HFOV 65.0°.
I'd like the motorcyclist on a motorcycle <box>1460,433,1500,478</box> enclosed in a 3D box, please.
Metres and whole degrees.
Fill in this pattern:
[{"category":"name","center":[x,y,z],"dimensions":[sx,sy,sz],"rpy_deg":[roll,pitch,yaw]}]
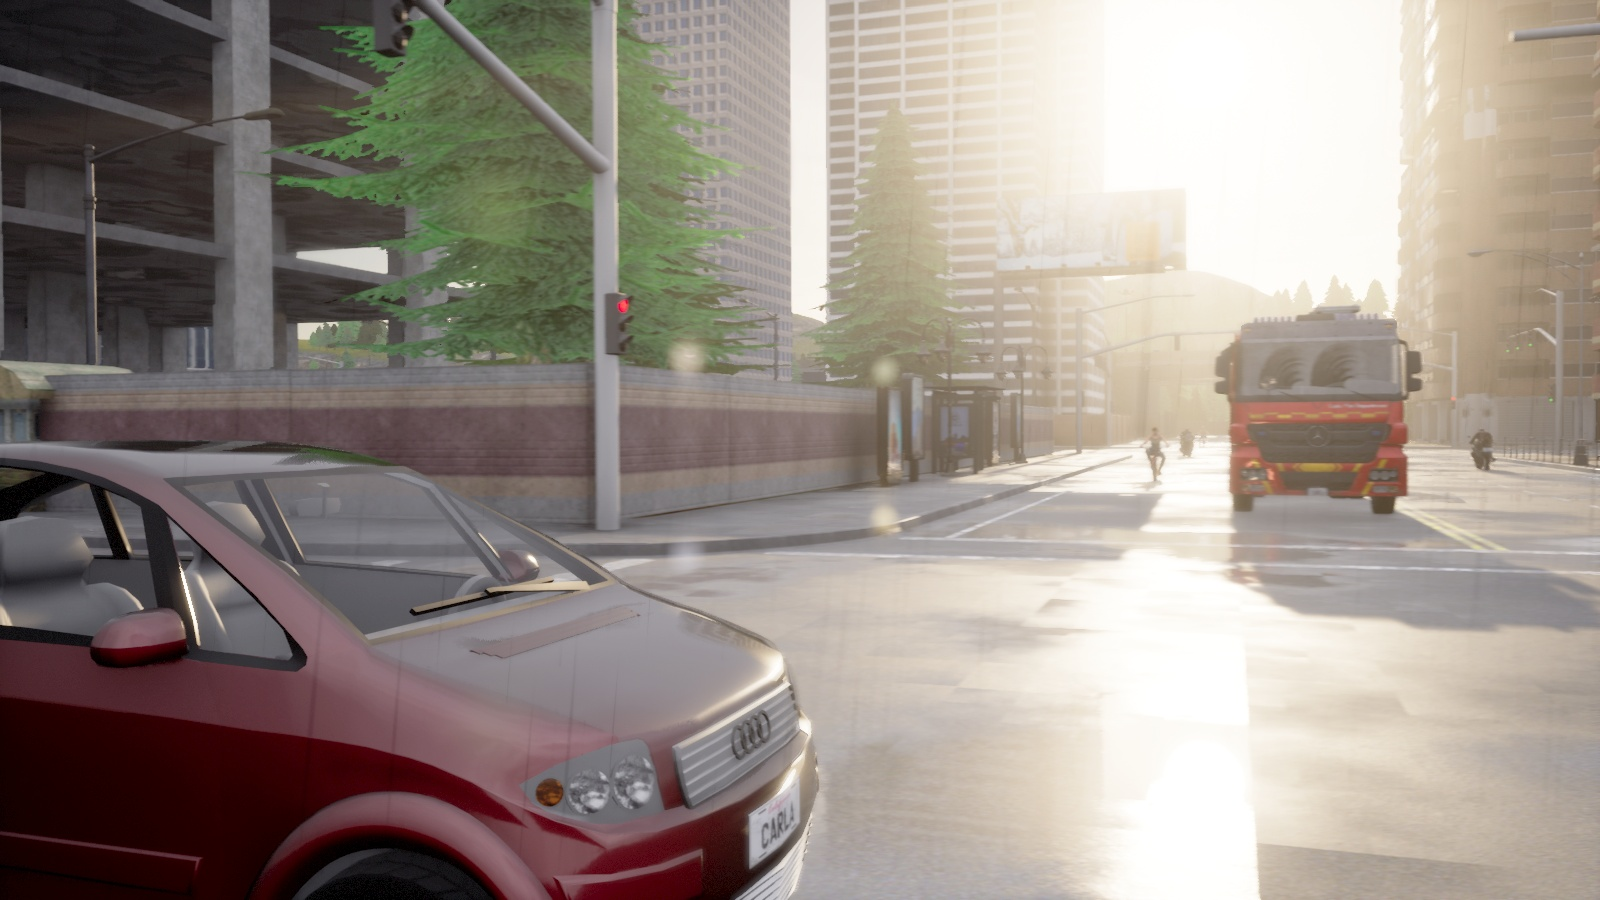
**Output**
[{"category":"motorcyclist on a motorcycle","center":[24.156,0.170,44.633],"dimensions":[0.866,1.530,2.191],"rpy_deg":[0,1,19]}]

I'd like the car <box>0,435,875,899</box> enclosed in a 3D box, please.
[{"category":"car","center":[-1.801,0.737,3.796],"dimensions":[3.705,1.549,1.789],"rpy_deg":[0,1,19]}]

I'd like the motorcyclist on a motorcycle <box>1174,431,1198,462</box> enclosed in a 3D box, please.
[{"category":"motorcyclist on a motorcycle","center":[20.061,-0.198,65.304],"dimensions":[0.866,1.530,2.191],"rpy_deg":[-1,1,9]}]

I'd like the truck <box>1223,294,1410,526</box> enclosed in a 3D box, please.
[{"category":"truck","center":[10.074,-0.731,25.223],"dimensions":[2.891,3.827,8.468],"rpy_deg":[0,1,19]}]

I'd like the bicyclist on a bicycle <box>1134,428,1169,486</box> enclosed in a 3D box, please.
[{"category":"bicyclist on a bicycle","center":[10.158,0.181,36.221],"dimensions":[0.866,1.612,1.509],"rpy_deg":[0,1,19]}]
